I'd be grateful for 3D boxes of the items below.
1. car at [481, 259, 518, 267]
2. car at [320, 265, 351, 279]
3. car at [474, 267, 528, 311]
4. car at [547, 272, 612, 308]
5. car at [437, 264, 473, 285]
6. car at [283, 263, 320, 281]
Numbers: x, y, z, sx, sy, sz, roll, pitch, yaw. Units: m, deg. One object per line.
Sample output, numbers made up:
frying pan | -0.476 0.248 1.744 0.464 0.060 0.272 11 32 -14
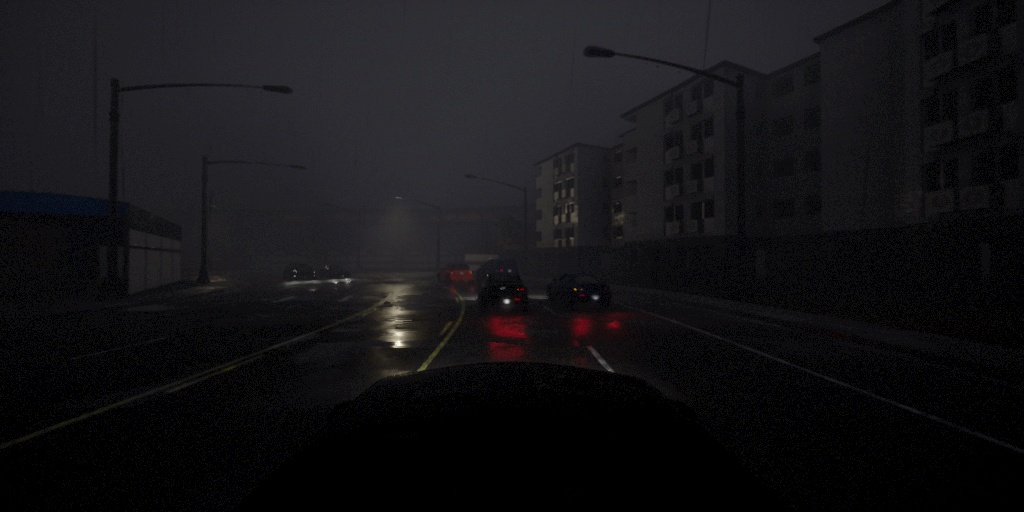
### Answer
car | -1.275 1.298 30.850 2.150 2.045 5.566 0 0 -25
car | -19.263 1.709 38.803 2.033 1.411 5.357 1 -1 -45
car | -0.507 1.410 15.460 1.837 1.490 4.892 0 0 -8
car | 2.920 1.436 16.169 1.812 1.442 4.674 0 0 -8
car | -4.872 1.417 30.210 2.097 1.767 4.553 0 -1 -25
car | -21.083 1.477 35.565 2.097 1.767 4.553 1 -1 -43
